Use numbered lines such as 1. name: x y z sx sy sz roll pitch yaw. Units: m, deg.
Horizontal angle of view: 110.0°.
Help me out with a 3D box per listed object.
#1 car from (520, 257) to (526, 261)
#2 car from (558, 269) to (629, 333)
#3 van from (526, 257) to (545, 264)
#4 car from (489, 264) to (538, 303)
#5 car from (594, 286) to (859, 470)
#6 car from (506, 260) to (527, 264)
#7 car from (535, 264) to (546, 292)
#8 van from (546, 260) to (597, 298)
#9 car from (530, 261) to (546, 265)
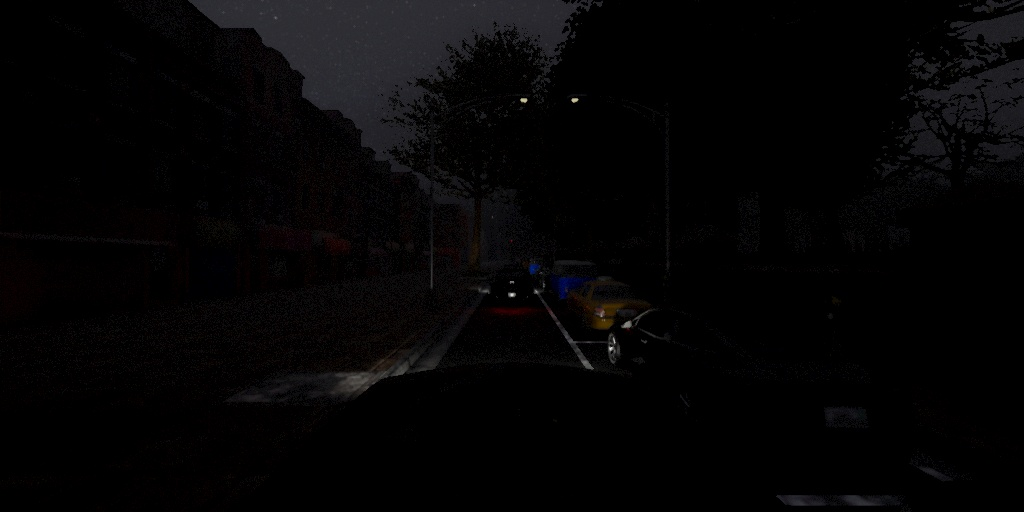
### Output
1. car: 2.750 1.297 61.788 1.801 1.575 5.366 0 0 0
2. car: 2.639 1.278 10.539 1.751 1.417 4.829 0 0 0
3. van: 2.639 1.126 37.616 1.690 1.789 3.998 0 0 0
4. car: 0.000 1.274 16.501 1.837 1.490 4.892 0 0 0
5. car: 2.639 1.315 4.920 1.948 1.339 4.313 0 0 0
6. car: 0.000 1.339 31.502 2.033 1.411 5.357 0 0 0
7. car: 2.639 1.327 21.268 1.948 1.339 4.313 0 0 0
8. van: 2.639 1.097 15.818 1.690 1.789 3.998 0 0 0
9. car: 2.639 1.318 26.717 2.007 1.370 4.403 0 0 0
